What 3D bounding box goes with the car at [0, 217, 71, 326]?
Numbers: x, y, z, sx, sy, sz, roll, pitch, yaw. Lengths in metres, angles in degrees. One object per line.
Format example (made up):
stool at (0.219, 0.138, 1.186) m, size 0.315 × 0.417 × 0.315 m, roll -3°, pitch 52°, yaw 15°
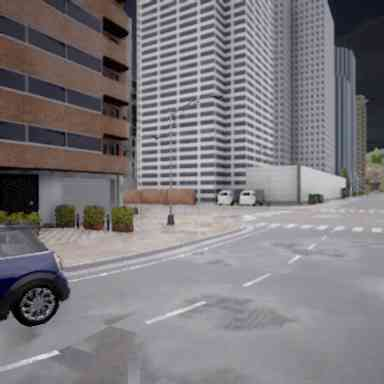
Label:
car at (-4.463, 1.354, 5.300) m, size 4.553 × 1.767 × 2.097 m, roll 0°, pitch 0°, yaw -40°
